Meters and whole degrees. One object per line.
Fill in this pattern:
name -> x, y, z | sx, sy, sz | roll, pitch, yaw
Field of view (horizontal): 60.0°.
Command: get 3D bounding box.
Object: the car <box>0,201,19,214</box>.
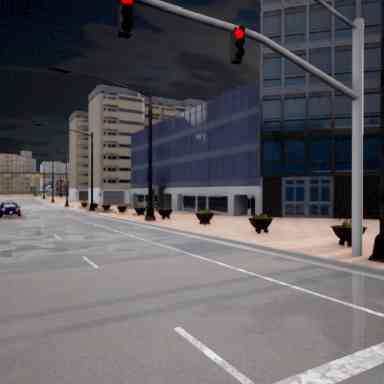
car -> -24.484, 1.992, 44.429 | 2.128, 1.511, 4.902 | 0, -1, -30

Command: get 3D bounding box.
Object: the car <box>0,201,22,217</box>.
car -> -19.379, 1.903, 35.569 | 1.812, 1.442, 4.674 | 0, -1, -29
